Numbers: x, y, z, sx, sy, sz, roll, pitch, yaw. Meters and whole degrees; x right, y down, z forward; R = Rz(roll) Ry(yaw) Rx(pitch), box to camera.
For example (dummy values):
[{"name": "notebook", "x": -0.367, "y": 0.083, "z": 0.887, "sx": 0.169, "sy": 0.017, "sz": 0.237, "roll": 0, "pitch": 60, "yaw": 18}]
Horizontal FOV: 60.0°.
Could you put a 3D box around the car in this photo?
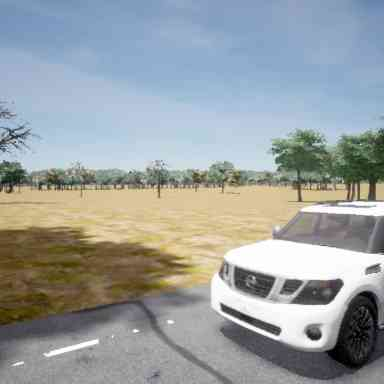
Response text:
[{"name": "car", "x": 2.973, "y": 1.223, "z": 6.113, "sx": 5.566, "sy": 2.045, "sz": 2.150, "roll": 0, "pitch": 0, "yaw": -35}]
